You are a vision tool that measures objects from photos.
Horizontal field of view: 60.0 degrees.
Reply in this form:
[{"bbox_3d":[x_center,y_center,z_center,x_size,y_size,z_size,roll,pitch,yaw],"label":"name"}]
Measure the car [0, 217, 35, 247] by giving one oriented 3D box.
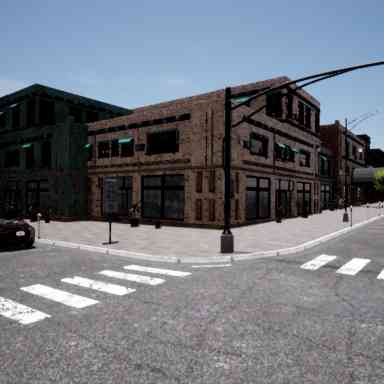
[{"bbox_3d":[-8.853,1.800,15.259,4.313,1.339,1.947,-1,-1,38],"label":"car"}]
